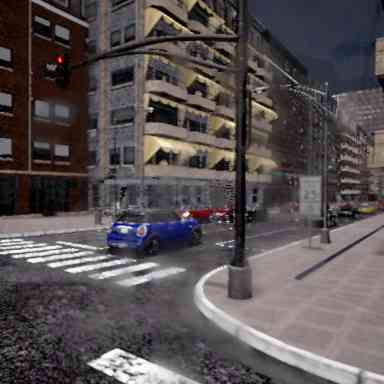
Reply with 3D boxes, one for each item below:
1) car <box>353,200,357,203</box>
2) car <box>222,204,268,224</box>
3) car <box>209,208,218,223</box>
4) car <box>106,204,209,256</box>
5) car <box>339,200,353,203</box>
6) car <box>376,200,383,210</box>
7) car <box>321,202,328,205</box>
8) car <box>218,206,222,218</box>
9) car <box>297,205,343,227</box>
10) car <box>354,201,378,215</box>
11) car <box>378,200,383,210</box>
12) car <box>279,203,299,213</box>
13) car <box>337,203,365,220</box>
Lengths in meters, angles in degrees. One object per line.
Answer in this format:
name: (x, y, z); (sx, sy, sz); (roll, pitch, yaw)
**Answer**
car: (39.532, 2.657, 81.570); (1.967, 1.590, 4.097); (0, -1, 36)
car: (4.961, 1.822, 28.723); (2.128, 1.511, 4.902); (1, 0, 36)
car: (-0.038, 1.668, 26.152); (1.967, 1.590, 4.097); (0, -1, 36)
car: (-1.409, 1.496, 14.234); (2.097, 1.767, 4.553); (1, 0, 32)
car: (32.926, 2.493, 72.342); (1.967, 1.590, 4.097); (0, -1, 36)
car: (36.436, 2.381, 62.858); (2.192, 1.841, 5.009); (0, -1, 36)
car: (17.832, 2.130, 46.575); (1.882, 1.535, 5.008); (1, -1, 36)
car: (3.261, 1.893, 30.766); (1.802, 1.307, 4.206); (0, -1, 36)
car: (10.023, 1.972, 25.931); (1.947, 1.339, 4.313); (0, -1, 36)
car: (23.322, 2.264, 44.537); (1.752, 1.417, 4.829); (0, -1, 36)
car: (33.124, 2.566, 58.246); (1.802, 1.307, 4.206); (0, -1, 36)
car: (13.160, 2.103, 44.616); (1.887, 1.381, 4.507); (0, -1, 36)
car: (16.623, 2.137, 35.164); (1.947, 1.339, 4.313); (0, -1, 36)
